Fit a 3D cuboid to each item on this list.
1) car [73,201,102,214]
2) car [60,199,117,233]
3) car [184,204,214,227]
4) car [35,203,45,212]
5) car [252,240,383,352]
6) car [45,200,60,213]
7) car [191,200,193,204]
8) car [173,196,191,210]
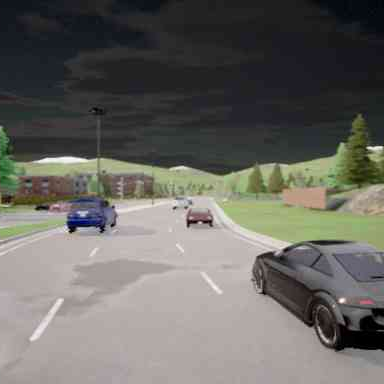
[{"bbox_3d":[-13.930,1.988,44.543,2.128,1.511,4.902,0,-1,3],"label":"car"},{"bbox_3d":[-6.368,1.461,21.678,2.150,2.045,5.566,-1,-1,-3],"label":"car"},{"bbox_3d":[0.548,1.828,24.899,1.895,1.301,4.718,0,-1,0],"label":"car"},{"bbox_3d":[-20.757,2.172,48.121,1.895,1.301,4.718,0,-1,3],"label":"car"},{"bbox_3d":[2.646,1.608,6.382,1.994,1.385,4.181,0,-1,-9],"label":"car"},{"bbox_3d":[-17.407,1.875,45.070,2.097,1.767,4.553,0,-1,3],"label":"car"},{"bbox_3d":[-0.859,2.247,74.497,1.994,1.385,4.181,0,-1,3],"label":"car"},{"bbox_3d":[-1.805,1.725,53.192,2.150,2.045,5.566,0,-1,3],"label":"car"}]
